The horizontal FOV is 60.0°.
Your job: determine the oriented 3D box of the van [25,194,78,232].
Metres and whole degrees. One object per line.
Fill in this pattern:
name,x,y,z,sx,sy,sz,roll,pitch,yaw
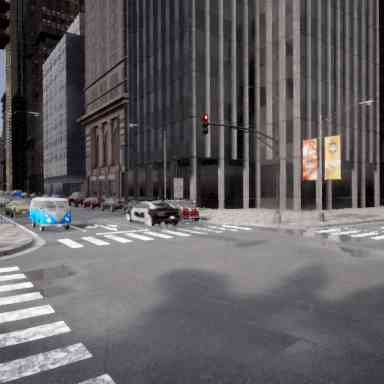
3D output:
van,-8.181,1.217,19.157,1.690,1.788,3.998,0,0,-36

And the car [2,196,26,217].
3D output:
car,-14.622,1.296,28.172,1.752,1.417,4.829,0,0,-36

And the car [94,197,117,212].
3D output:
car,-7.784,1.253,33.267,2.008,1.369,4.403,0,1,-36

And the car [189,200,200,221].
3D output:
car,-1.245,1.248,24.113,1.967,1.590,4.097,0,1,-36

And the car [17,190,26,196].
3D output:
car,-37.209,0.786,74.457,1.802,1.307,4.206,0,1,-36

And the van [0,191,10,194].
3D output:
van,-24.527,0.949,42.039,1.690,1.788,3.998,0,0,-36

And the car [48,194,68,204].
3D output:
car,-20.862,1.030,51.574,1.887,1.381,4.507,0,1,-36

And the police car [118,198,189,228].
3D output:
police car,-2.653,1.267,21.480,1.930,1.638,5.238,-1,1,-36

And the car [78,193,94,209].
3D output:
car,-11.054,1.193,37.844,1.887,1.381,4.507,0,1,-36

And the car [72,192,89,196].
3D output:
car,-14.322,0.910,42.418,2.192,1.841,5.009,0,1,-36

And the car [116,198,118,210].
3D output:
car,-4.515,1.321,28.690,1.947,1.339,4.313,0,1,-36

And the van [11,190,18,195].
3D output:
van,-43.745,0.428,83.608,1.690,1.788,3.998,0,1,-36

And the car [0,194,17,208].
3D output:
car,-21.260,1.244,37.464,1.802,1.307,4.206,0,0,-36

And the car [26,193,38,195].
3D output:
car,-30.670,0.884,65.303,1.947,1.339,4.313,0,1,-36
